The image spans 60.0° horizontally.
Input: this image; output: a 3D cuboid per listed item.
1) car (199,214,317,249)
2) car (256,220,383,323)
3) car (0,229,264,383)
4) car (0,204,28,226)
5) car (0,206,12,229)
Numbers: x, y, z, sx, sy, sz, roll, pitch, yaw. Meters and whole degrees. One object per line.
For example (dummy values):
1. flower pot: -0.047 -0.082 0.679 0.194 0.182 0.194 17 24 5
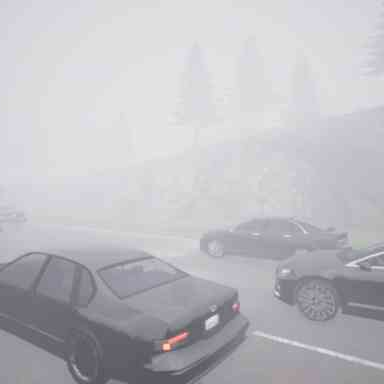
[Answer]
1. car: 2.485 1.495 10.825 4.892 1.490 1.837 0 0 35
2. car: 3.844 1.492 5.566 4.902 1.511 2.128 0 0 35
3. car: -1.814 1.537 5.286 5.357 1.411 2.033 0 0 36
4. car: -12.891 1.493 21.793 5.357 1.411 2.033 0 0 36
5. car: -11.401 1.503 16.429 5.357 1.411 2.033 0 0 36
